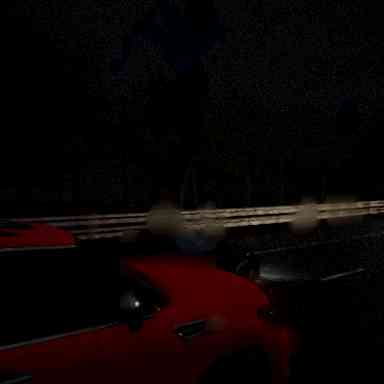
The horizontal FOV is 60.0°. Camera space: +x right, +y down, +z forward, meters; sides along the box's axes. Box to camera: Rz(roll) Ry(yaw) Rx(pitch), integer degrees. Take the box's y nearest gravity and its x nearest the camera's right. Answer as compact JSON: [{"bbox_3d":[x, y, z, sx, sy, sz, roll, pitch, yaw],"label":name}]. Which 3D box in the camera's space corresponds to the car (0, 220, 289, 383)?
[{"bbox_3d":[-1.683,1.221,2.546,5.566,2.045,2.150,0,0,-36],"label":"car"}]

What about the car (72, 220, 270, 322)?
[{"bbox_3d":[-0.374,1.544,7.779,4.181,1.385,1.994,0,0,-36],"label":"car"}]
